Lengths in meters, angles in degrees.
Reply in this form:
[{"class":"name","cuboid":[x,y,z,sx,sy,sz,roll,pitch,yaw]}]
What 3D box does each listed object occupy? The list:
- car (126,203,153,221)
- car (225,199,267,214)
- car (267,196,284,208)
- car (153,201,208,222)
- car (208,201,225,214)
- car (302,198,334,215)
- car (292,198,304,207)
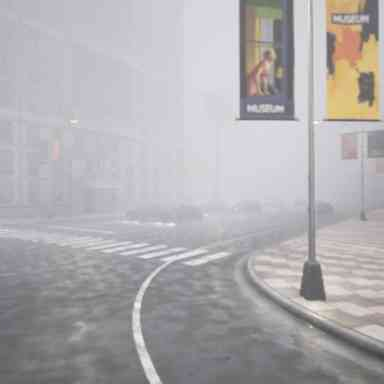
[{"class":"car","cuboid":[-3.807,1.697,29.190,1.994,1.385,4.181,0,0,35]},{"class":"car","cuboid":[6.140,1.601,37.139,2.128,1.511,4.902,0,0,36]},{"class":"car","cuboid":[12.694,1.482,52.148,2.097,1.767,4.553,0,0,36]},{"class":"car","cuboid":[-0.860,1.673,27.296,1.994,1.385,4.181,0,0,35]},{"class":"car","cuboid":[2.157,1.697,37.592,1.994,1.385,4.181,0,0,36]},{"class":"car","cuboid":[13.480,1.624,35.011,1.994,1.385,4.181,0,0,36]},{"class":"car","cuboid":[17.789,1.654,53.164,2.033,1.411,5.357,0,0,36]}]
